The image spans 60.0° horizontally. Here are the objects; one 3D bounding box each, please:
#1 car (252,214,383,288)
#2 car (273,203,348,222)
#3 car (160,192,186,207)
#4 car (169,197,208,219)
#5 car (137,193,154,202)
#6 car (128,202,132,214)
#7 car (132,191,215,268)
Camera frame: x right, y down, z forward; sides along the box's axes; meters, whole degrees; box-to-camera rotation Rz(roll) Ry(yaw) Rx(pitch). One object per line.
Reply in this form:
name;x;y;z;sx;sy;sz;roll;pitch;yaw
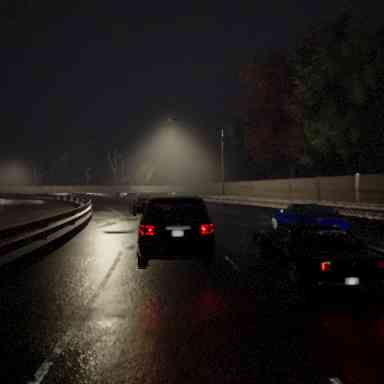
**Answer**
car;3.067;1.501;8.955;1.895;1.301;4.718;0;1;-5
car;5.606;1.296;16.456;1.882;1.535;5.008;0;1;-9
car;-2.584;0.935;44.613;2.097;1.767;4.553;0;1;-21
car;-0.416;1.226;27.808;2.128;1.511;4.902;0;1;-15
car;-8.353;0.946;59.127;1.882;1.535;5.008;-1;0;-21
car;-4.439;1.244;29.095;1.837;1.490;4.892;0;1;-16
car;-0.652;1.117;11.085;2.150;2.045;5.566;0;0;-6
